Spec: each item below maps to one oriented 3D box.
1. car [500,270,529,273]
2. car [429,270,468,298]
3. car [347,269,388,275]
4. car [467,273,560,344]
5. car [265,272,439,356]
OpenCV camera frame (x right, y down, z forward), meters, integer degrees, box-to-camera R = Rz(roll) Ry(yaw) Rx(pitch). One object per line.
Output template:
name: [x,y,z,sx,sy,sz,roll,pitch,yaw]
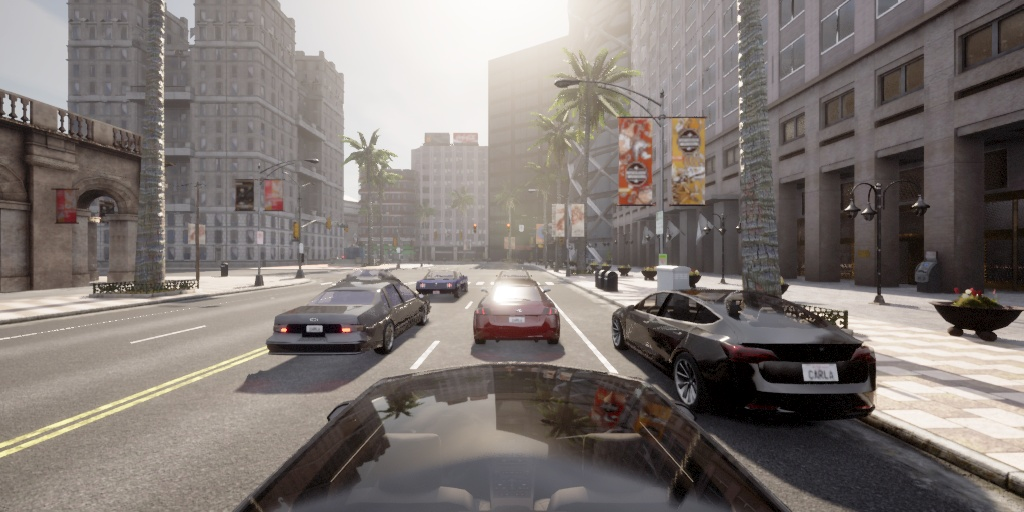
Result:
car: [0.105,1.351,18.376,1.895,1.301,4.718,0,0,0]
car: [-3.396,1.351,18.335,1.895,1.301,4.718,0,0,0]
car: [-7.028,1.314,17.667,1.994,1.385,4.181,0,0,1]
car: [0.103,1.314,9.568,1.994,1.385,4.181,0,0,0]
car: [-3.400,1.297,8.686,2.033,1.411,5.357,0,0,0]
